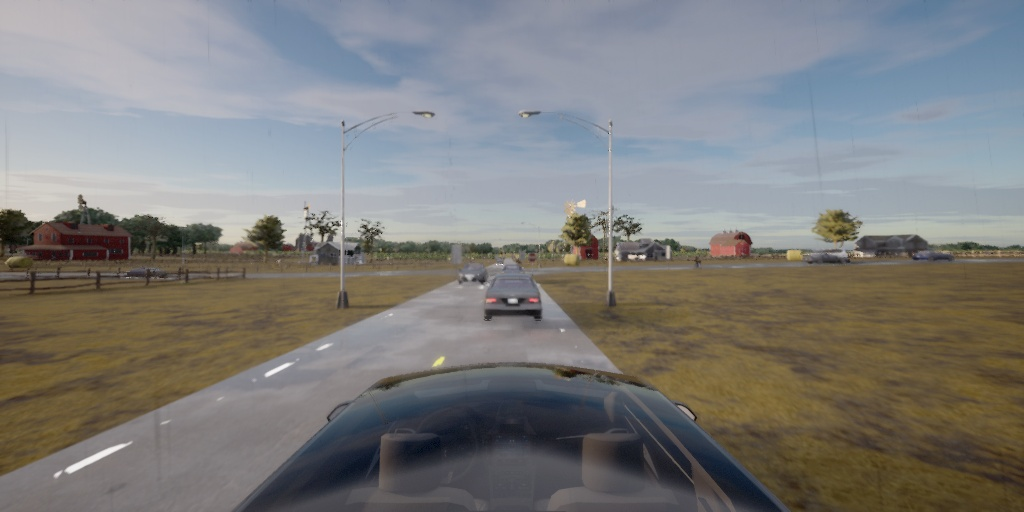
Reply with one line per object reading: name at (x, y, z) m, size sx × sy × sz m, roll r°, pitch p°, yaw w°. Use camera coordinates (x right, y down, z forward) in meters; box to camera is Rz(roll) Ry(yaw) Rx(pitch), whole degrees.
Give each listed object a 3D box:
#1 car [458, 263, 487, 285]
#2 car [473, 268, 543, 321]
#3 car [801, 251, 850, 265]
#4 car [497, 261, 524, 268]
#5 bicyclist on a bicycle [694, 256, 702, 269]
car at (-2.830, 1.278, 26.671) m, size 2.128 × 1.511 × 4.902 m, roll 0°, pitch 0°, yaw 0°
car at (0.041, 1.310, 12.567) m, size 2.033 × 1.411 × 5.357 m, roll 0°, pitch 0°, yaw 0°
car at (42.044, 0.423, 48.166) m, size 5.357 × 1.411 × 2.033 m, roll -1°, pitch 1°, yaw 0°
car at (0.040, 1.352, 28.106) m, size 1.994 × 1.385 × 4.181 m, roll 0°, pitch 0°, yaw 0°
bicyclist on a bicycle at (22.826, 0.825, 44.134) m, size 0.582 × 1.620 × 1.656 m, roll -1°, pitch 0°, yaw 0°
